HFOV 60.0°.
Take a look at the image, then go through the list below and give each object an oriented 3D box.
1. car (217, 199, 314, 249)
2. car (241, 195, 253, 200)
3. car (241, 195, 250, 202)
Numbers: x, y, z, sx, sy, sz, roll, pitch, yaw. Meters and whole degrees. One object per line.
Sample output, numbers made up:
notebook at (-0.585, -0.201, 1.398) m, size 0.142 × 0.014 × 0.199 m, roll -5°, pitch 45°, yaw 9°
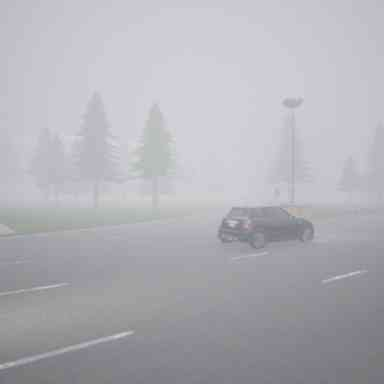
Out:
car at (3.361, 1.365, 14.745) m, size 4.553 × 1.767 × 2.097 m, roll 0°, pitch 0°, yaw -36°
car at (12.534, 1.661, 73.152) m, size 1.895 × 1.301 × 4.718 m, roll 0°, pitch 0°, yaw 5°
car at (13.381, 1.552, 83.098) m, size 1.882 × 1.535 × 5.008 m, roll 0°, pitch 0°, yaw 5°
